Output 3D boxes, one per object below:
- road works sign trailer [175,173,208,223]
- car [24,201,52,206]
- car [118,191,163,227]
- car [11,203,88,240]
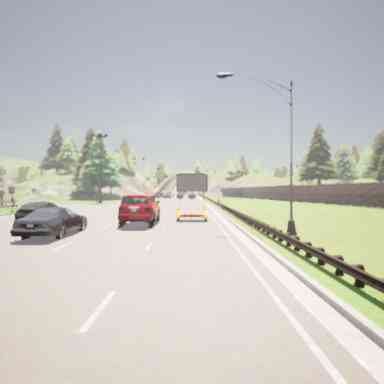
[{"bbox_3d":[-0.001,0.376,24.883,2.380,3.560,2.880,0,0,0],"label":"road works sign trailer"},{"bbox_3d":[-10.400,1.425,23.222,1.837,1.490,4.892,0,1,0],"label":"car"},{"bbox_3d":[-3.400,1.145,22.125,2.150,2.045,5.566,0,0,0],"label":"car"},{"bbox_3d":[-6.901,1.489,16.697,2.033,1.411,5.357,0,0,0],"label":"car"}]
